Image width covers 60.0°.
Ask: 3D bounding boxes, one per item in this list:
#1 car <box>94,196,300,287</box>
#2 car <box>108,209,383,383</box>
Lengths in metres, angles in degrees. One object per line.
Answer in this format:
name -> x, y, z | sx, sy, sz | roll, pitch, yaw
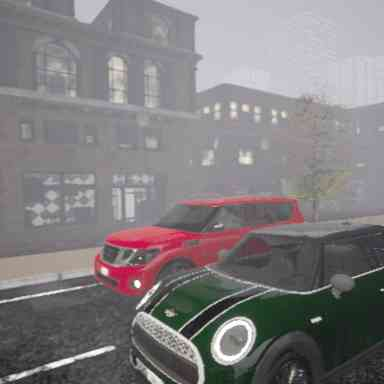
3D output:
car -> 0.550, 1.149, 8.068 | 5.566, 2.045, 2.150 | -1, 1, -35
car -> 1.440, 1.297, 4.708 | 4.553, 1.767, 2.097 | -1, 1, -35
